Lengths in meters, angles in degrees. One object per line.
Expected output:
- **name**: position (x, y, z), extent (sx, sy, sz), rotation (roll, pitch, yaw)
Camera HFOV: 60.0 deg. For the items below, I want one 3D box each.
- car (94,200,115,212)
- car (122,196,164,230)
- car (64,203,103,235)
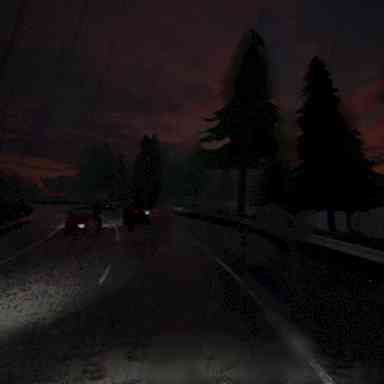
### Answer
- **car**: position (-10.770, 1.653, 39.917), extent (2.033, 1.411, 5.357), rotation (0, 0, -29)
- **car**: position (-3.254, 1.273, 21.646), extent (2.150, 2.045, 5.566), rotation (0, 0, -15)
- **car**: position (-6.301, 1.581, 19.425), extent (1.812, 1.442, 4.674), rotation (0, 0, -15)
